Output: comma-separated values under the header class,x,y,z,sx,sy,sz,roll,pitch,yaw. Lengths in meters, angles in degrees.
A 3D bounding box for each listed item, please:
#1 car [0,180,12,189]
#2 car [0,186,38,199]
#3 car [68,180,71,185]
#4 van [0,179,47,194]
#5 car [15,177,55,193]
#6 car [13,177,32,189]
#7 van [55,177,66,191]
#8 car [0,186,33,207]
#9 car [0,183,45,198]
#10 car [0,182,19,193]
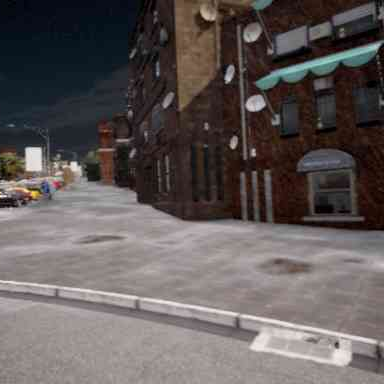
class,x,y,z,sx,sy,sz,roll,pitch,yaw
car,-34.596,-1.385,60.913,1.837,1.490,4.892,-2,4,-16
car,-17.885,0.479,32.127,4.674,1.452,2.002,-3,5,-35
car,-28.607,-1.983,70.182,4.792,1.488,2.163,-3,4,-36
van,-19.448,-0.169,38.030,4.442,1.987,1.878,-3,4,-35
car,-20.388,-0.376,40.862,5.566,2.045,2.435,-3,5,-35
car,-31.595,-1.798,62.199,2.150,2.045,5.566,-2,4,-16
van,-25.234,-1.488,58.509,4.442,1.987,1.878,-3,4,-35
car,-17.070,0.628,29.199,4.892,1.521,2.231,-3,4,-35
car,-18.863,0.256,34.940,5.366,1.575,1.946,-3,5,-35
car,-28.845,-0.724,52.527,1.812,1.442,4.674,-2,4,-16
